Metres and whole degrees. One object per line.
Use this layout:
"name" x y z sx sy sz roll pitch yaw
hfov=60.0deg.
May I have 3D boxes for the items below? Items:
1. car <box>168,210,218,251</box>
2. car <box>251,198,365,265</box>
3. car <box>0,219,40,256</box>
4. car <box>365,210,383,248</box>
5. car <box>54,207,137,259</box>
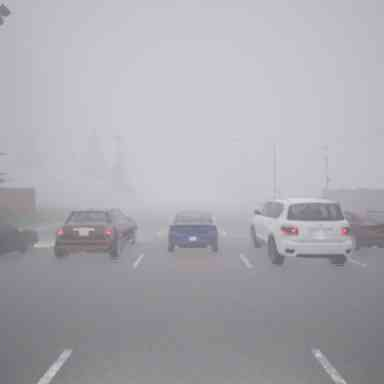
"car" 0.055 1.478 14.113 1.882 1.535 5.008 0 0 0
"car" 3.535 1.223 11.753 2.150 2.045 5.566 0 0 1
"car" -6.973 1.548 10.721 2.033 1.411 5.357 0 0 1
"car" 7.055 1.478 14.104 1.882 1.535 5.008 0 0 0
"car" -3.455 1.352 12.810 2.097 1.767 4.553 0 0 1
